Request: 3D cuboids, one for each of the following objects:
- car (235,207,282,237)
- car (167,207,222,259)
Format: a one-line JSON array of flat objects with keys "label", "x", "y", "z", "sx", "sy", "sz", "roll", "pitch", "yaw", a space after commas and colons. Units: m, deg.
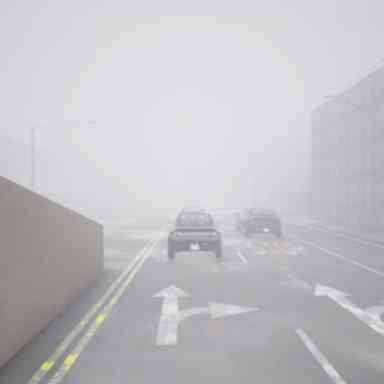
[{"label": "car", "x": 3.583, "y": 1.577, "z": 18.498, "sx": 1.837, "sy": 1.490, "sz": 4.892, "roll": 0, "pitch": 0, "yaw": 0}, {"label": "car", "x": 0.088, "y": 1.540, "z": 12.808, "sx": 2.128, "sy": 1.511, "sz": 4.902, "roll": 0, "pitch": 0, "yaw": 0}]
